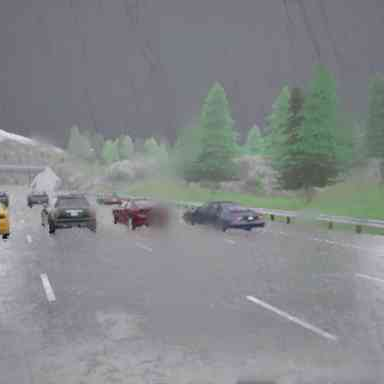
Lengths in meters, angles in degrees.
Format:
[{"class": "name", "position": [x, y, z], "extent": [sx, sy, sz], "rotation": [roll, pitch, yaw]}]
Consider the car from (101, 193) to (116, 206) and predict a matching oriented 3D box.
[{"class": "car", "position": [-9.025, 0.752, 36.265], "extent": [1.994, 1.385, 4.181], "rotation": [0, 1, -29]}]

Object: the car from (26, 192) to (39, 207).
[{"class": "car", "position": [-15.640, 0.699, 33.765], "extent": [2.128, 1.511, 4.902], "rotation": [0, 1, -29]}]

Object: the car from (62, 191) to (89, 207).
[{"class": "car", "position": [-12.324, 0.703, 34.999], "extent": [1.837, 1.490, 4.892], "rotation": [0, 1, -29]}]

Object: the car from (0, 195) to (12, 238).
[{"class": "car", "position": [-9.159, 1.119, 14.724], "extent": [1.882, 1.535, 5.008], "rotation": [0, 1, -29]}]

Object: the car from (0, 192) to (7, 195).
[{"class": "car", "position": [-18.907, 0.711, 32.445], "extent": [2.128, 1.511, 4.902], "rotation": [0, 1, -29]}]

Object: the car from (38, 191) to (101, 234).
[{"class": "car", "position": [-6.307, 0.964, 16.795], "extent": [2.097, 1.767, 4.553], "rotation": [0, 1, -29]}]

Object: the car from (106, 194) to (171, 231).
[{"class": "car", "position": [-2.855, 1.086, 17.785], "extent": [1.882, 1.535, 5.008], "rotation": [0, 1, -29]}]

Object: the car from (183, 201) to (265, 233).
[{"class": "car", "position": [1.447, 1.189, 17.239], "extent": [2.033, 1.411, 5.357], "rotation": [0, 1, -29]}]
